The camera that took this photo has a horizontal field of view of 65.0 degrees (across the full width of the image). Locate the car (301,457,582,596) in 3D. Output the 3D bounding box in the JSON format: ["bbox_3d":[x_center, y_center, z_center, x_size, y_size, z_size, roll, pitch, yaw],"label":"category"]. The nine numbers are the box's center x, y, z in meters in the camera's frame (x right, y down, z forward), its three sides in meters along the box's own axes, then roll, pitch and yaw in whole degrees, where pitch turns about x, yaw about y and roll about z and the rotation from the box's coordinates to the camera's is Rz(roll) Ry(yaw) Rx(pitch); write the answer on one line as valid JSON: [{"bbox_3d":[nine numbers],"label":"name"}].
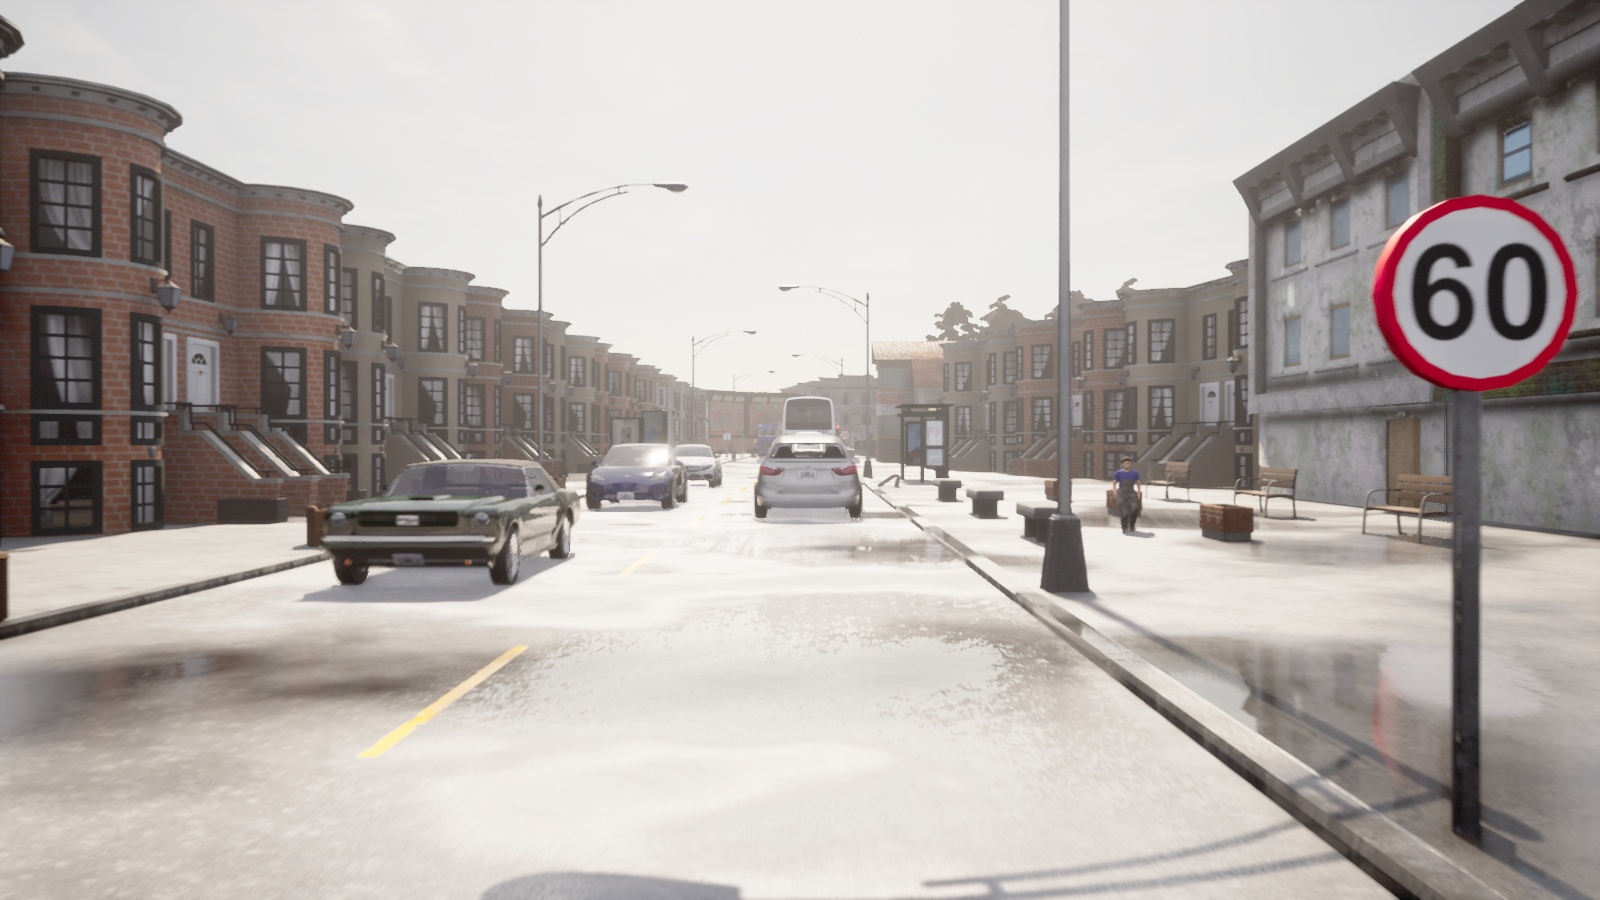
[{"bbox_3d":[-3.903,0.761,14.603,1.895,1.301,4.718,0,0,0],"label":"car"}]

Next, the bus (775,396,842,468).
[{"bbox_3d":[0.559,-1.078,79.560,3.944,4.253,10.273,0,0,0],"label":"bus"}]

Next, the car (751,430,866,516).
[{"bbox_3d":[0.174,0.440,26.814,2.242,1.667,4.611,0,0,0],"label":"car"}]

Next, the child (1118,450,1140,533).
[{"bbox_3d":[5.062,0.631,19.312,0.270,1.263,0.437,0,0,8],"label":"child"}]

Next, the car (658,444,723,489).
[{"bbox_3d":[-3.707,0.526,43.182,1.812,1.442,4.674,0,0,0],"label":"car"}]

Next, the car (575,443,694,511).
[{"bbox_3d":[-3.805,0.575,29.772,2.163,1.488,4.792,0,0,0],"label":"car"}]
